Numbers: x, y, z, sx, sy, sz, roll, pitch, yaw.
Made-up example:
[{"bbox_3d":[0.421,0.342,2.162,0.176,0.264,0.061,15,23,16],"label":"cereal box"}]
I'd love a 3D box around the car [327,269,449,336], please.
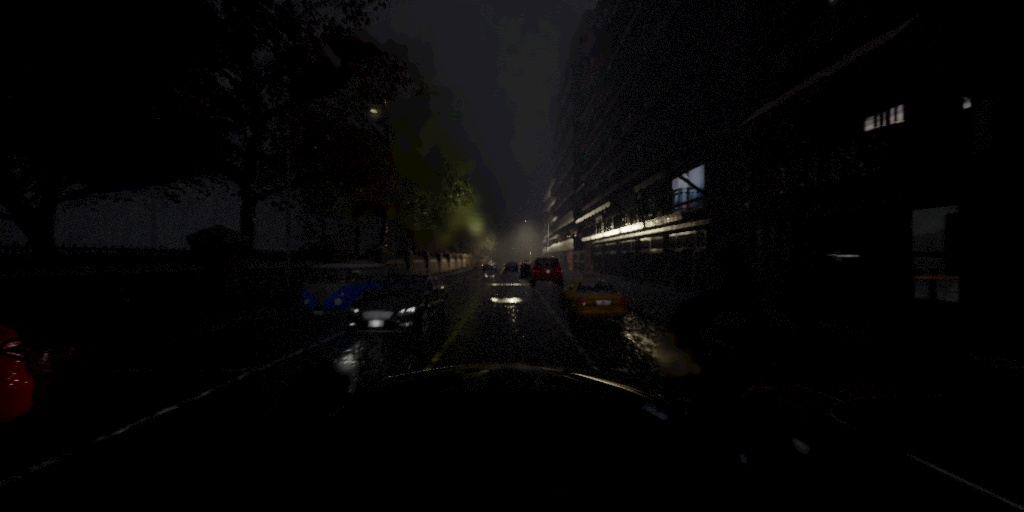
[{"bbox_3d":[-3.105,1.292,10.632,2.128,1.511,4.902,0,0,0],"label":"car"}]

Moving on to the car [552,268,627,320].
[{"bbox_3d":[2.683,1.338,12.828,1.751,1.417,4.829,0,0,0],"label":"car"}]

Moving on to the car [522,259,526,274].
[{"bbox_3d":[2.653,1.642,57.700,1.888,1.381,4.507,0,0,0],"label":"car"}]

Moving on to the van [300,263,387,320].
[{"bbox_3d":[-5.697,1.152,12.652,1.690,1.789,3.998,0,0,0],"label":"van"}]

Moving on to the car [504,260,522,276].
[{"bbox_3d":[-0.007,1.504,47.234,1.882,1.535,5.008,0,-1,0],"label":"car"}]

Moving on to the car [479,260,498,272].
[{"bbox_3d":[-3.107,1.548,51.878,2.128,1.511,4.902,0,0,0],"label":"car"}]

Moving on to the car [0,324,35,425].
[{"bbox_3d":[-5.689,1.062,1.392,2.192,1.841,5.009,0,0,0],"label":"car"}]

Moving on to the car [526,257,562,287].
[{"bbox_3d":[2.379,1.117,26.345,2.150,2.045,5.566,0,0,0],"label":"car"}]

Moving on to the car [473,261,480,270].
[{"bbox_3d":[-5.732,1.575,63.324,1.967,1.591,4.097,0,0,0],"label":"car"}]

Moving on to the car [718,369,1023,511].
[{"bbox_3d":[2.691,1.188,1.398,1.967,1.591,4.097,0,0,0],"label":"car"}]
